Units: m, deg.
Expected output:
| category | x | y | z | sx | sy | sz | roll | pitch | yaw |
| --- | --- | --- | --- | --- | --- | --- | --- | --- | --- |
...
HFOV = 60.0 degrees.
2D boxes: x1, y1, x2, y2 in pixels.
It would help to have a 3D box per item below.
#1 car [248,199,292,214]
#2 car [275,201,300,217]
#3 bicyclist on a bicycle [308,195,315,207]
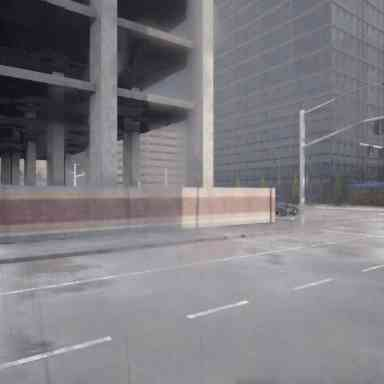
| category | x | y | z | sx | sy | sz | roll | pitch | yaw |
| --- | --- | --- | --- | --- | --- | --- | --- | --- | --- |
| car | 8.542 | 1.526 | 36.933 | 1.812 | 1.442 | 4.674 | 0 | 0 | -36 |
| car | 8.133 | 1.564 | 31.533 | 1.994 | 1.385 | 4.181 | 0 | 0 | -36 |
| bicyclist on a bicycle | 16.610 | 1.301 | 46.220 | 1.656 | 1.620 | 0.582 | 0 | 0 | -36 |
